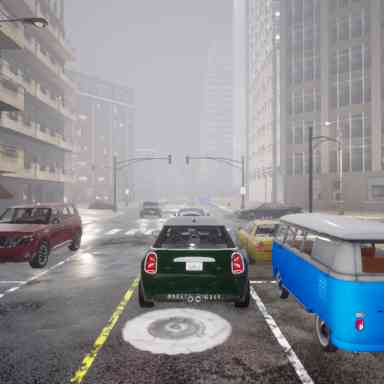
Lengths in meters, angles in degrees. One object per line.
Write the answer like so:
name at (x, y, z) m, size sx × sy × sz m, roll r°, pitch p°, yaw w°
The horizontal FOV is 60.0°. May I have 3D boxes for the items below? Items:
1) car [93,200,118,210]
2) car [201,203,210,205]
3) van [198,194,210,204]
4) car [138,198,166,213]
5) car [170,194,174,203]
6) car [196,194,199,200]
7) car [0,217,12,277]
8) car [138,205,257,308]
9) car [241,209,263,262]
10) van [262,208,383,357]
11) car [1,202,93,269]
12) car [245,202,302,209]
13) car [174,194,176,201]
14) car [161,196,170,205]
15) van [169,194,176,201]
car at (-11.401, 1.683, 42.601) m, size 4.181 × 1.385 × 1.994 m, roll -1°, pitch -1°, yaw 40°
car at (-0.030, 1.536, 17.141) m, size 1.812 × 1.442 × 4.674 m, roll 0°, pitch 0°, yaw 0°
van at (2.464, 1.429, 60.409) m, size 1.690 × 1.788 × 3.998 m, roll 0°, pitch 0°, yaw 0°
car at (-3.754, 1.534, 30.073) m, size 1.837 × 1.490 × 4.892 m, roll 0°, pitch -1°, yaw -10°
car at (-5.436, 1.561, 71.501) m, size 1.967 × 1.590 × 4.097 m, roll 0°, pitch 0°, yaw 0°
car at (2.424, 1.704, 82.618) m, size 1.887 × 1.381 × 4.507 m, roll 0°, pitch 0°, yaw 0°
car at (-5.320, 1.442, 5.858) m, size 1.967 × 1.590 × 4.097 m, roll 0°, pitch 0°, yaw 0°
car at (0.050, 1.355, 8.098) m, size 2.097 × 1.767 × 4.553 m, roll 0°, pitch 0°, yaw 0°
car at (2.549, 1.531, 11.584) m, size 1.752 × 1.417 × 4.829 m, roll 0°, pitch 0°, yaw 0°
van at (2.561, 1.343, 5.878) m, size 1.690 × 1.788 × 3.998 m, roll 0°, pitch 0°, yaw 0°
car at (-5.329, 1.321, 11.394) m, size 2.192 × 1.841 × 5.009 m, roll 0°, pitch 0°, yaw 0°
car at (5.924, 1.491, 25.821) m, size 5.357 × 1.411 × 2.033 m, roll -1°, pitch 0°, yaw -7°
car at (-5.446, 1.705, 77.053) m, size 1.947 × 1.339 × 4.313 m, roll 0°, pitch 0°, yaw 0°
car at (-5.416, 1.613, 60.225) m, size 1.752 × 1.417 × 4.829 m, roll 0°, pitch 0°, yaw 0°
van at (-5.475, 1.542, 93.709) m, size 1.690 × 1.788 × 3.998 m, roll 0°, pitch 0°, yaw 0°
